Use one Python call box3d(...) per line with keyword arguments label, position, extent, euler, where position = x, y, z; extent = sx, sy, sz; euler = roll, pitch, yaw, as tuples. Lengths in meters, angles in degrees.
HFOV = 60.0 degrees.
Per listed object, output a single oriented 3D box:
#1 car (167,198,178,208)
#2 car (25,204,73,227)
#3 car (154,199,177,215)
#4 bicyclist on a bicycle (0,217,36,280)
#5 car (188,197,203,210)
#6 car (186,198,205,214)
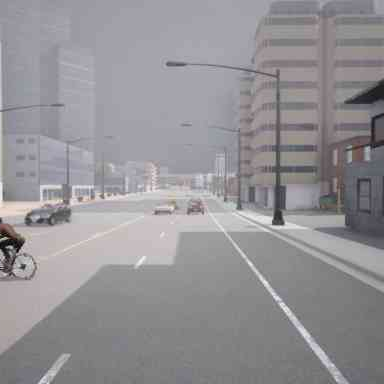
box3d(label="car", position=(-3.015, 1.613, 47.646), extent=(1.882, 1.535, 5.008), euler=(0, 1, 1))
box3d(label="car", position=(-10.370, 1.636, 24.395), extent=(2.128, 1.511, 4.902), euler=(0, -1, 1))
box3d(label="car", position=(-3.083, 1.819, 37.590), extent=(1.895, 1.301, 4.718), euler=(0, 0, 1))
box3d(label="bicyclist on a bicycle", position=(-4.804, 1.463, 8.509), extent=(1.656, 1.620, 0.582), euler=(-1, 0, 1))
box3d(label="car", position=(0.494, 1.620, 48.151), extent=(2.128, 1.511, 4.902), euler=(0, 1, 1))
box3d(label="car", position=(0.428, 1.743, 37.936), extent=(1.812, 1.442, 4.674), euler=(0, 0, 1))
